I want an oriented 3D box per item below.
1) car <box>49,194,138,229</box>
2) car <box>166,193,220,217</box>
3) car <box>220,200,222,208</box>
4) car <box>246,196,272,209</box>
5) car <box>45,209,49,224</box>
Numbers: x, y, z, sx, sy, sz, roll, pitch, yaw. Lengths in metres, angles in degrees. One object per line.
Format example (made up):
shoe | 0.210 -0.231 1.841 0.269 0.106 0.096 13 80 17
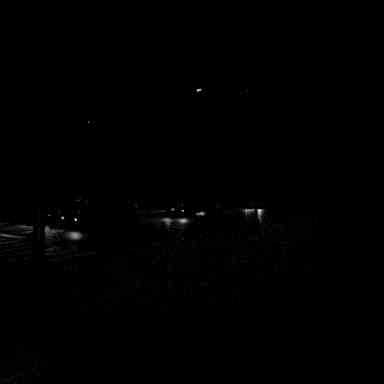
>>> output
car | -6.044 1.160 21.894 2.150 2.045 5.566 0 0 35
car | -0.032 1.117 30.367 2.150 2.045 5.566 0 0 35
car | 1.530 1.348 38.184 1.882 1.535 5.008 0 0 35
car | 8.653 1.336 42.580 1.837 1.490 4.892 0 0 36
car | -8.666 1.450 23.820 1.837 1.490 4.892 0 0 35
